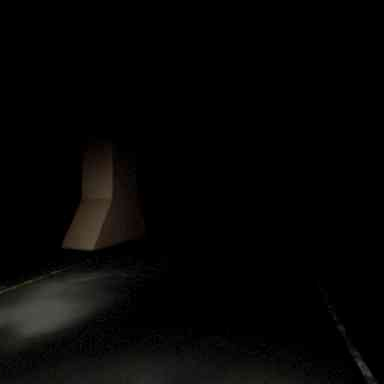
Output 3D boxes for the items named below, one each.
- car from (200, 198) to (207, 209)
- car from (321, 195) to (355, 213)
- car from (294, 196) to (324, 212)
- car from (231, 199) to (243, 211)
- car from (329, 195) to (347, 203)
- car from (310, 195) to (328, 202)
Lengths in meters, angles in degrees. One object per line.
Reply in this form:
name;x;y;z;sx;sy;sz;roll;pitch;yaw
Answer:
car;1.217;1.485;41.209;1.837;1.490;4.892;0;0;35
car;17.784;1.353;39.745;2.150;2.045;5.566;0;0;39
car;14.064;1.576;40.650;1.882;1.535;5.008;0;0;38
car;4.399;1.574;39.672;1.994;1.385;4.181;1;0;35
car;31.184;1.512;71.026;2.128;1.511;4.902;1;0;42
car;27.613;1.327;72.274;1.882;1.535;5.008;1;0;42
